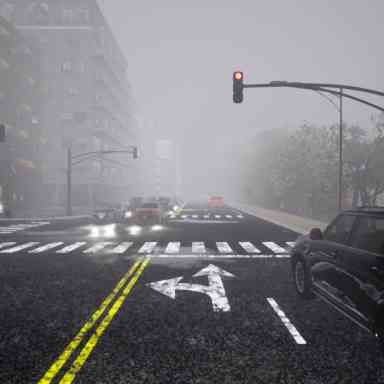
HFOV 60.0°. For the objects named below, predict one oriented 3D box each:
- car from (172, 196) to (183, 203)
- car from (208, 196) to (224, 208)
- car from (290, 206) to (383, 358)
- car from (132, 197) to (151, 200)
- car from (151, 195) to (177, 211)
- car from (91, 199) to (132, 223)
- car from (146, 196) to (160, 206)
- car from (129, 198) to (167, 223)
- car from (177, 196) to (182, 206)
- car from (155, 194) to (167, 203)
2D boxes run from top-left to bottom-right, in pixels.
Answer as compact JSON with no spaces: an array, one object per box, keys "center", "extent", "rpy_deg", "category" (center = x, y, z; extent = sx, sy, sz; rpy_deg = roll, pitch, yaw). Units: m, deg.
[{"center":[-3.093,1.551,71.461],"extent":[2.033,1.411,5.357],"rpy_deg":[0,0,0],"category":"car"},{"center":[3.457,1.362,48.793],"extent":[2.097,1.767,4.553],"rpy_deg":[0,0,0],"category":"car"},{"center":[3.374,1.221,5.292],"extent":[2.150,2.045,5.566],"rpy_deg":[0,0,-2],"category":"car"},{"center":[-6.511,1.357,40.038],"extent":[2.097,1.767,4.553],"rpy_deg":[0,0,0],"category":"car"},{"center":[-3.265,1.357,39.779],"extent":[2.097,1.767,4.553],"rpy_deg":[0,0,0],"category":"car"},{"center":[-6.553,1.540,26.473],"extent":[2.128,1.511,4.902],"rpy_deg":[-1,0,0],"category":"car"},{"center":[-6.464,1.519,55.919],"extent":[1.837,1.490,4.892],"rpy_deg":[0,0,0],"category":"car"},{"center":[-3.301,1.508,25.807],"extent":[1.882,1.535,5.008],"rpy_deg":[0,0,0],"category":"car"},{"center":[-3.215,1.505,56.112],"extent":[2.128,1.511,4.902],"rpy_deg":[0,0,0],"category":"car"},{"center":[-6.349,1.372,69.534],"extent":[2.097,1.767,4.553],"rpy_deg":[0,0,0],"category":"car"}]
